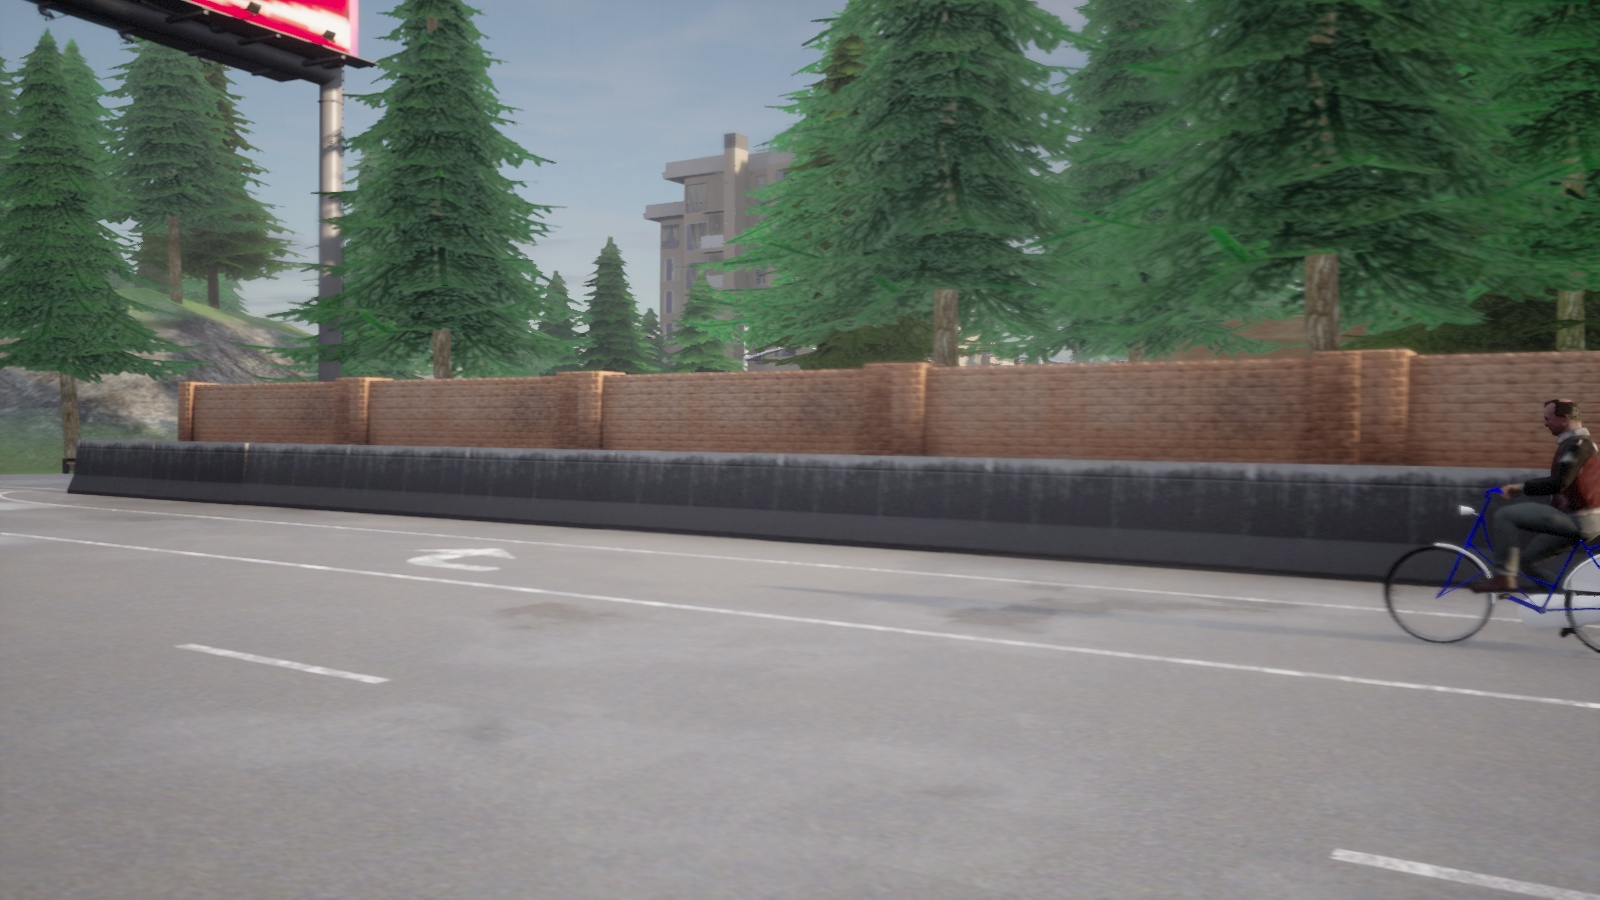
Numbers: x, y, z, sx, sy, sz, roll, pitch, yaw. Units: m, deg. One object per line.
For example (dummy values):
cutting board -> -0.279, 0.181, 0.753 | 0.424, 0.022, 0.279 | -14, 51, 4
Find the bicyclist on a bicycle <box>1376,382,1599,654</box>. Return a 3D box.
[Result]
bicyclist on a bicycle -> 5.038, 0.438, 8.676 | 1.843, 1.776, 0.659 | 0, 1, 34
